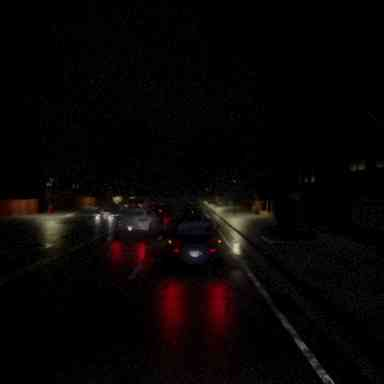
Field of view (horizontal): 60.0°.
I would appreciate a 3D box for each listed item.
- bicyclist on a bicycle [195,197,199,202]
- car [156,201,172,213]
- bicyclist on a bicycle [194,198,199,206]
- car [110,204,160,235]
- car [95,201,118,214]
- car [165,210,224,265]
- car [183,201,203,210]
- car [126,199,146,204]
[{"bbox_3d":[0.894,1.743,55.087,0.659,1.776,1.843,0,0,0],"label":"bicyclist on a bicycle"},{"bbox_3d":[-3.150,1.739,35.609,1.812,1.442,4.674,0,0,0],"label":"car"},{"bbox_3d":[0.890,1.888,64.088,0.866,1.612,1.509,0,0,0],"label":"bicyclist on a bicycle"},{"bbox_3d":[-3.151,1.623,19.251,1.812,1.442,4.674,0,0,0],"label":"car"},{"bbox_3d":[-9.842,1.766,38.941,1.812,1.442,4.674,0,0,0],"label":"car"},{"bbox_3d":[0.082,1.581,11.719,1.812,1.442,4.674,0,0,0],"label":"car"},{"bbox_3d":[0.098,1.692,34.017,2.128,1.511,4.902,0,-1,0],"label":"car"},{"bbox_3d":[-6.591,1.594,39.121,2.097,1.767,4.553,0,-1,0],"label":"car"}]
